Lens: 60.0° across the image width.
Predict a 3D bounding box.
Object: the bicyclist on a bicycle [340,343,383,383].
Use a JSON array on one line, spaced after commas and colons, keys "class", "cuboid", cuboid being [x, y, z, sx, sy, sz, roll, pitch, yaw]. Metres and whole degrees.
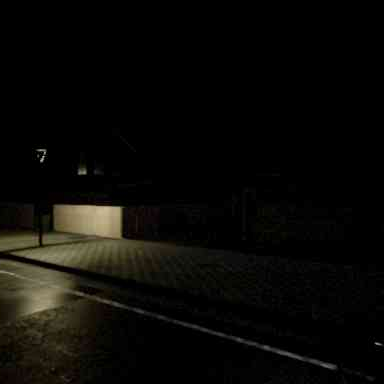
[{"class": "bicyclist on a bicycle", "cuboid": [2.307, 1.372, 3.015, 1.843, 1.776, 0.659, 0, 0, 35]}]
